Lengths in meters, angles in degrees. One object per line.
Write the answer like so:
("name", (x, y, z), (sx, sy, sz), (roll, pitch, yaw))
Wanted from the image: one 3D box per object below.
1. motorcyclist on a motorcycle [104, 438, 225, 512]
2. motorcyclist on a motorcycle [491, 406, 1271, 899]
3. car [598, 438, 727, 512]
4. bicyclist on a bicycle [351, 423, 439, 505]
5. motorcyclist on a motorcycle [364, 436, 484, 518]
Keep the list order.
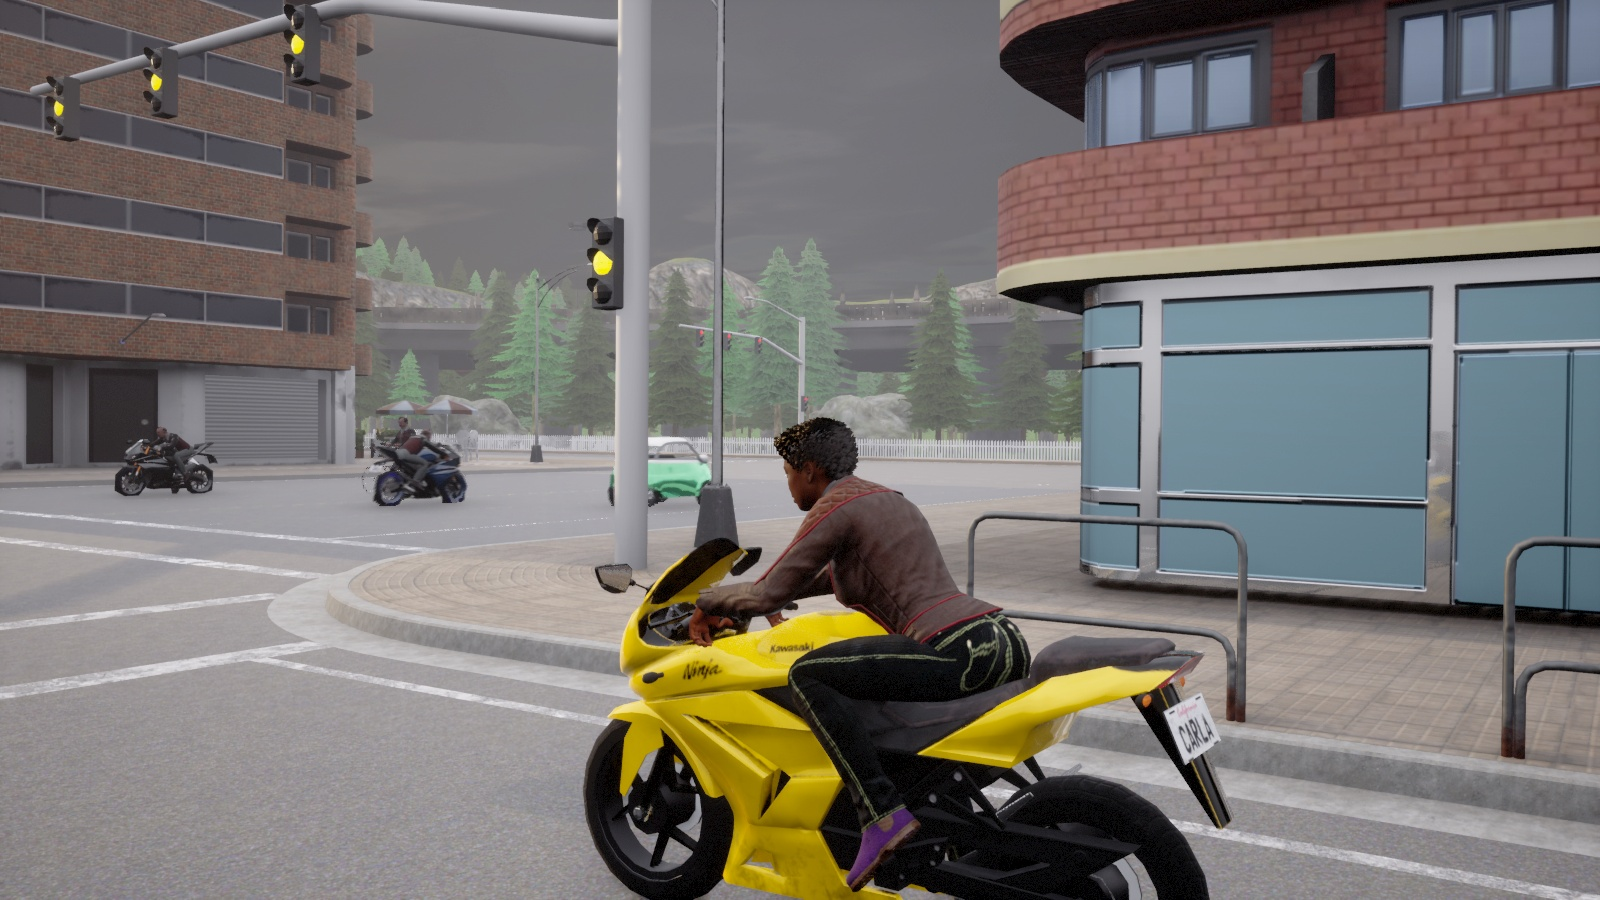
("motorcyclist on a motorcycle", (-13.873, 0.517, 27.482), (0.866, 1.530, 2.191), (0, 1, 34))
("motorcyclist on a motorcycle", (0.158, 0.664, 3.519), (2.044, 1.523, 0.797), (0, 1, 34))
("car", (-2.740, 0.467, 25.224), (1.481, 1.376, 2.207), (0, 1, 34))
("bicyclist on a bicycle", (-9.107, 0.298, 28.300), (0.659, 1.776, 1.843), (0, 1, 34))
("motorcyclist on a motorcycle", (-7.344, 0.496, 24.649), (0.866, 1.530, 2.191), (0, 1, 34))
